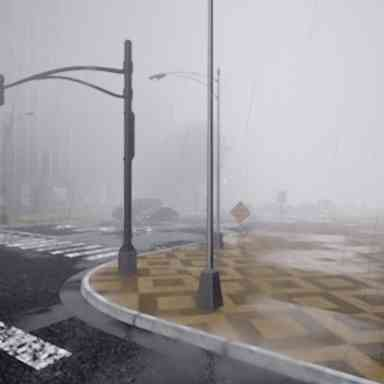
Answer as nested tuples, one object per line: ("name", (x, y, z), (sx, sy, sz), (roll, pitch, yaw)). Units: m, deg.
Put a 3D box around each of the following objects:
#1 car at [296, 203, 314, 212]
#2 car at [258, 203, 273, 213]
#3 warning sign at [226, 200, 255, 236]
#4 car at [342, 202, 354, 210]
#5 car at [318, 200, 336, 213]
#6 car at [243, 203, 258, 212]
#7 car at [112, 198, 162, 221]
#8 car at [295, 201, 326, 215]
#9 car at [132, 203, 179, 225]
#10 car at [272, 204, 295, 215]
("car", (18.715, 2.560, 55.008), (1.994, 1.385, 4.181), (0, -1, 33))
("car", (11.497, 2.389, 49.841), (2.033, 1.411, 5.357), (0, -1, 33))
("warning sign", (2.747, 1.437, 18.802), (1.300, 1.860, 1.060), (1, 1, 33))
("car", (31.005, 2.812, 66.033), (1.812, 1.442, 4.674), (0, -1, 33))
("car", (21.469, 2.229, 53.280), (2.150, 2.045, 5.566), (0, -1, 33))
("car", (7.866, 2.327, 50.226), (1.812, 1.442, 4.674), (0, -1, 33))
("car", (-4.788, 1.607, 30.606), (2.150, 2.045, 5.566), (0, -1, 33))
("car", (15.946, 2.318, 44.591), (2.128, 1.511, 4.902), (0, -1, 33))
("car", (-2.838, 1.896, 27.665), (1.812, 1.442, 4.674), (0, -1, 33))
("car", (13.277, 2.419, 46.444), (1.895, 1.301, 4.718), (0, -1, 33))
